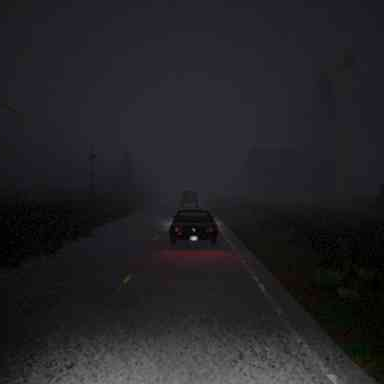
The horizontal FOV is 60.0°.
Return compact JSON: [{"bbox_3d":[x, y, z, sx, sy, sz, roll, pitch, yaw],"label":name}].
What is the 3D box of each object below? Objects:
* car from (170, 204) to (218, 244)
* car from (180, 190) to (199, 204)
[{"bbox_3d":[0.058,1.448,14.927,1.895,1.301,4.718,0,1,0],"label":"car"},{"bbox_3d":[-0.320,0.800,40.959,2.150,2.045,5.566,0,1,0],"label":"car"}]
